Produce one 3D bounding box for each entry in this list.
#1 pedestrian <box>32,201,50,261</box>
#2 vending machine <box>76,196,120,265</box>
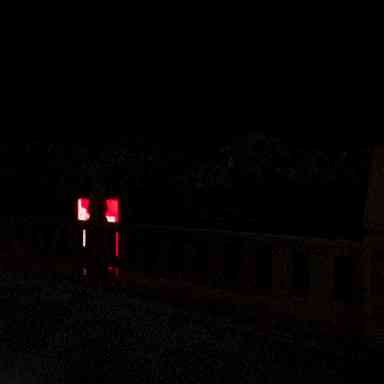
[{"bbox_3d":[-4.647,1.141,10.129,0.375,1.860,0.375,0,0,30],"label":"pedestrian"},{"bbox_3d":[-3.075,1.195,10.919,0.880,2.100,1.100,0,0,30],"label":"vending machine"}]
